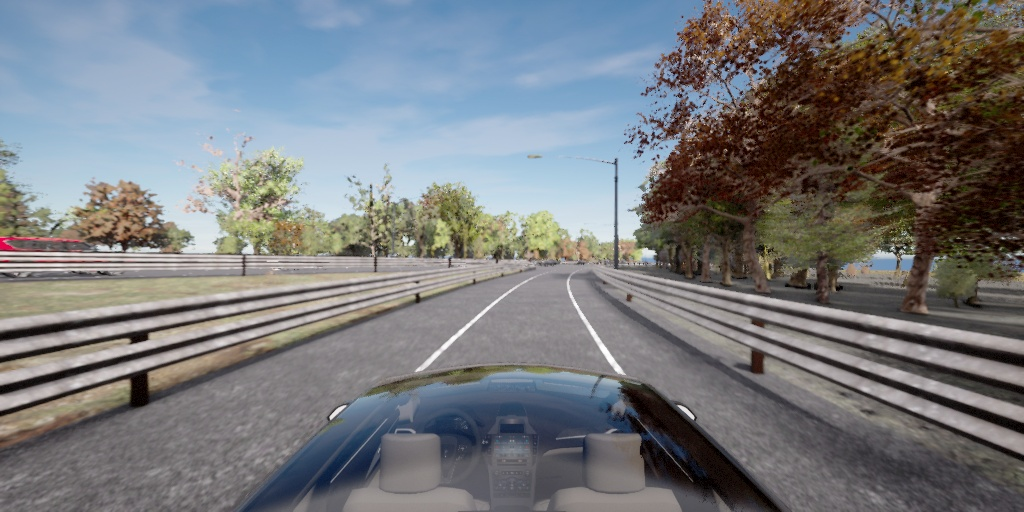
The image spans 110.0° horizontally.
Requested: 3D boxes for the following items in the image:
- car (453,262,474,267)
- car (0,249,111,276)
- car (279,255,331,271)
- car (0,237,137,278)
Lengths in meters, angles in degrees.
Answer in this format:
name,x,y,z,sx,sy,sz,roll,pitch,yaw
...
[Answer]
name,x,y,z,sx,sy,sz,roll,pitch,yaw
car,-8.546,1.149,63.190,1.812,1.442,4.674,0,-1,29
car,-27.996,0.380,21.698,1.812,1.442,4.674,0,-1,30
car,-20.242,0.621,35.307,2.128,1.511,4.902,0,-1,30
car,-24.944,0.063,19.985,2.150,2.045,5.566,0,-1,30
